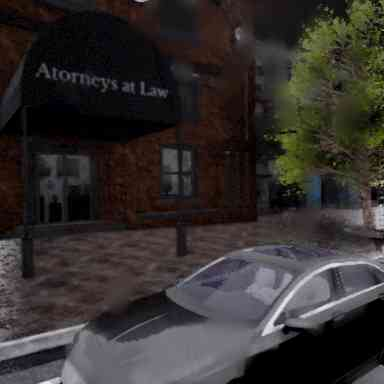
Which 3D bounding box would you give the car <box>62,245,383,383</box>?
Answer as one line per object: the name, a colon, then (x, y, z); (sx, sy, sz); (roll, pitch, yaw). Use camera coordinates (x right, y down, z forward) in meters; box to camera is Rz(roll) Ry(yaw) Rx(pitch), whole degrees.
car: (1.002, 1.491, 4.093); (4.902, 1.511, 2.128); (0, 0, -36)
